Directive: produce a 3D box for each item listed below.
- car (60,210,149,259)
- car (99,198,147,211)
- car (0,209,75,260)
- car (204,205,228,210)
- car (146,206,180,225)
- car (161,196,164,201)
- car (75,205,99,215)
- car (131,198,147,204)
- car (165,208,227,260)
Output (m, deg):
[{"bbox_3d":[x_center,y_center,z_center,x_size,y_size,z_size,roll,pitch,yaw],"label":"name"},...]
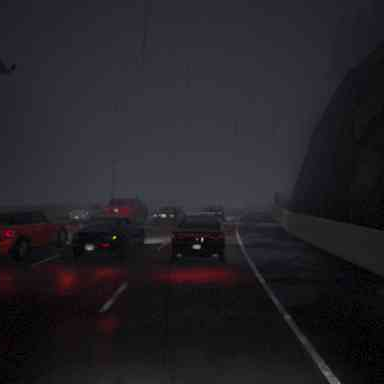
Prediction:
[{"bbox_3d":[-3.166,1.646,13.128,1.812,1.442,4.674,0,0,4],"label":"car"},{"bbox_3d":[-5.185,1.466,27.158,2.150,2.045,5.566,0,0,8],"label":"car"},{"bbox_3d":[-6.685,1.466,13.046,2.097,1.767,4.553,0,-1,4],"label":"car"},{"bbox_3d":[1.788,1.742,26.404,2.128,1.511,4.902,0,0,9],"label":"car"},{"bbox_3d":[-1.726,1.795,26.626,2.033,1.411,5.357,0,-1,9],"label":"car"},{"bbox_3d":[-7.202,1.973,80.946,2.150,2.045,5.566,0,-1,24],"label":"car"},{"bbox_3d":[-8.584,1.780,28.029,1.812,1.442,4.674,0,0,9],"label":"car"},{"bbox_3d":[-13.429,2.322,84.148,1.994,1.385,4.181,0,-1,24],"label":"car"},{"bbox_3d":[0.337,1.601,13.010,1.882,1.535,5.008,0,0,4],"label":"car"}]
